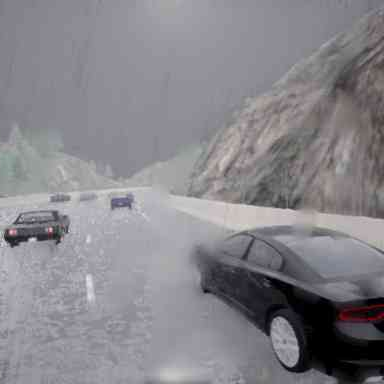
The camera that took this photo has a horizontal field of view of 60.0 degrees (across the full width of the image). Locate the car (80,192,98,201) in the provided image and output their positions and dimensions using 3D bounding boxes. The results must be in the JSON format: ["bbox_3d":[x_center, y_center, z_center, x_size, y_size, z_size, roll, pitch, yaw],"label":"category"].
[{"bbox_3d":[-16.766,0.760,54.175,1.994,1.385,4.181,-2,1,-4],"label":"car"}]

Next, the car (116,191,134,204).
[{"bbox_3d":[-8.811,0.708,44.223,1.837,1.490,4.892,-2,2,-6],"label":"car"}]

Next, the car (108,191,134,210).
[{"bbox_3d":[-7.040,0.889,33.084,1.882,1.535,5.008,-2,1,-10],"label":"car"}]

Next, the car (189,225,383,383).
[{"bbox_3d":[1.465,1.290,5.579,1.882,1.535,5.008,-2,1,-20],"label":"car"}]

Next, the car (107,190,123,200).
[{"bbox_3d":[-13.605,0.474,58.818,1.882,1.535,5.008,-2,1,-3],"label":"car"}]

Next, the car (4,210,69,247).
[{"bbox_3d":[-6.458,1.435,14.373,1.895,1.301,4.718,-2,1,-15],"label":"car"}]

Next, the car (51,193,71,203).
[{"bbox_3d":[-20.050,0.861,50.875,2.128,1.511,4.902,-2,1,-4],"label":"car"}]
